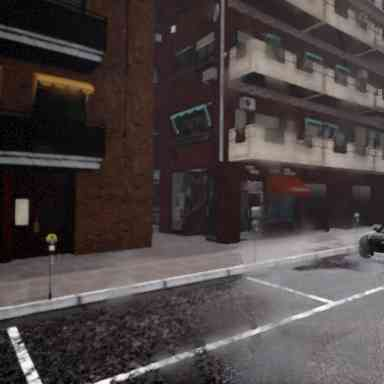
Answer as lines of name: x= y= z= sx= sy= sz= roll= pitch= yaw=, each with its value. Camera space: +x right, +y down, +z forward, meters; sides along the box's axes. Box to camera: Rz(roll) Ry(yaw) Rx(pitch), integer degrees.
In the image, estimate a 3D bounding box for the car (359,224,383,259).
car: x=7.553 y=1.579 z=11.496 sx=4.313 sy=1.339 sz=1.947 roll=0 pitch=1 yaw=-36
